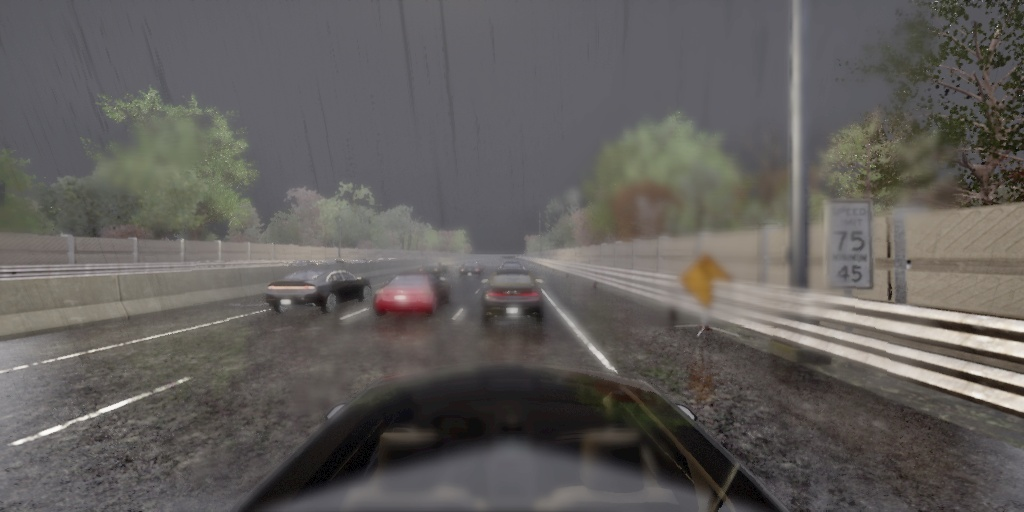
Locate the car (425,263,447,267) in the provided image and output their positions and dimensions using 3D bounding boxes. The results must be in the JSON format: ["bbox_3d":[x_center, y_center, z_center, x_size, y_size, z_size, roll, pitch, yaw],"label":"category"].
[{"bbox_3d":[-6.910,1.303,32.681,1.895,1.301,4.718,0,0,0],"label":"car"}]

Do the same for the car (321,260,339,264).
[{"bbox_3d":[-21.092,1.198,42.227,1.837,1.490,4.892,0,0,0],"label":"car"}]

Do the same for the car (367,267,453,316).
[{"bbox_3d":[-3.424,1.294,13.223,1.994,1.385,4.181,0,0,0],"label":"car"}]

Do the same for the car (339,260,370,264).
[{"bbox_3d":[-17.597,1.241,41.810,2.033,1.411,5.357,0,0,0],"label":"car"}]

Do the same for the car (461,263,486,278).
[{"bbox_3d":[-3.410,1.303,32.685,1.895,1.301,4.718,0,0,0],"label":"car"}]

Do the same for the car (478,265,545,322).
[{"bbox_3d":[0.070,1.237,12.148,1.837,1.490,4.892,0,0,0],"label":"car"}]

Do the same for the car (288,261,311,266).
[{"bbox_3d":[-24.591,1.257,42.071,1.994,1.385,4.181,0,0,0],"label":"car"}]

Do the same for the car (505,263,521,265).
[{"bbox_3d":[0.082,1.254,29.139,2.033,1.411,5.357,0,0,0],"label":"car"}]

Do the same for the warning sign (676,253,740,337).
[{"bbox_3d":[4.550,0.853,8.416,1.300,1.860,1.060,0,0,0],"label":"warning sign"}]

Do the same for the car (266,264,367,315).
[{"bbox_3d":[-6.923,1.222,13.465,2.128,1.511,4.902,0,0,0],"label":"car"}]
